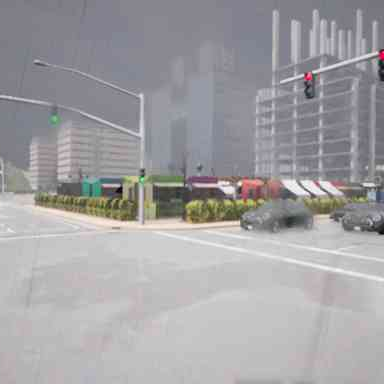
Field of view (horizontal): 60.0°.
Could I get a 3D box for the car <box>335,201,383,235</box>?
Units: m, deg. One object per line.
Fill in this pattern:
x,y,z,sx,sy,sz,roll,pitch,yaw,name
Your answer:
10.398,1.321,18.706,4.553,1.767,2.097,0,0,-38,car

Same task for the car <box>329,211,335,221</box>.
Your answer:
12.357,1.496,24.625,5.357,1.411,2.033,0,0,-38,car

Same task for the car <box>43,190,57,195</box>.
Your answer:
-29.277,0.491,71.902,3.866,1.878,1.905,0,0,-38,car

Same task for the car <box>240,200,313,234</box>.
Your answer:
4.846,1.277,18.861,4.553,1.767,2.097,0,0,-37,car
